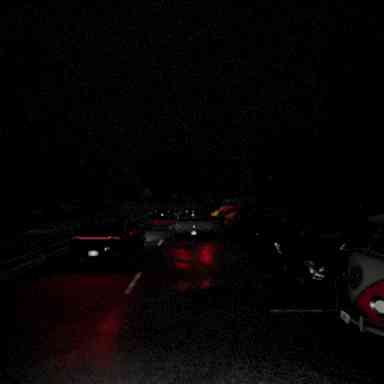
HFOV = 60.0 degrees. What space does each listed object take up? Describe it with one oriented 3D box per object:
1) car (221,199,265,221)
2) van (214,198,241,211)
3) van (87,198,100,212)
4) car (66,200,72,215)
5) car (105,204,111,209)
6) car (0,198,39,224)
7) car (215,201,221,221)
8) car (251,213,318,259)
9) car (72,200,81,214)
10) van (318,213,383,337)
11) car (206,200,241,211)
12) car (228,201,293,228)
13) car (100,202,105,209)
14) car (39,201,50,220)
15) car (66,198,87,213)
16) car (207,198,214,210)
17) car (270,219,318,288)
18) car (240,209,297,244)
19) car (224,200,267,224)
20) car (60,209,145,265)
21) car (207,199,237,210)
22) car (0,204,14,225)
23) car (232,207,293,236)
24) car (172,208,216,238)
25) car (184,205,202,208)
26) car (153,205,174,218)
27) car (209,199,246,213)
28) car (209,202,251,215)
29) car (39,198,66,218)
[{"bbox_3d":[4.668,1.613,24.443,4.553,1.767,2.185,0,-1,0],"label":"car"},{"bbox_3d":[4.520,1.583,29.959,4.442,1.987,1.878,0,-1,0],"label":"van"},{"bbox_3d":[-15.407,1.788,45.519,4.442,1.987,1.878,0,-1,0],"label":"van"},{"bbox_3d":[-15.537,1.871,34.523,4.892,1.521,2.231,0,-1,0],"label":"car"},{"bbox_3d":[-15.489,2.114,53.860,4.792,1.488,2.163,0,0,0],"label":"car"},{"bbox_3d":[-15.508,1.505,26.064,5.566,2.045,2.435,0,-1,0],"label":"car"},{"bbox_3d":[4.642,1.773,27.199,5.008,1.535,2.097,0,-1,0],"label":"car"},{"bbox_3d":[4.633,1.585,10.657,4.892,1.521,2.231,0,-1,0],"label":"car"},{"bbox_3d":[-15.524,1.905,37.177,5.008,1.535,2.097,0,-1,0],"label":"car"},{"bbox_3d":[4.522,1.302,5.022,4.442,1.987,1.878,0,-1,0],"label":"van"},{"bbox_3d":[4.640,2.041,49.259,5.008,1.535,2.097,0,0,0],"label":"car"},{"bbox_3d":[4.607,1.548,18.929,4.553,1.767,2.185,0,-1,0],"label":"car"},{"bbox_3d":[-15.553,1.916,48.426,4.553,1.767,2.185,0,-1,0],"label":"car"},{"bbox_3d":[-15.720,1.791,28.965,5.366,1.575,1.946,0,-1,0],"label":"car"},{"bbox_3d":[-15.558,1.819,40.083,4.553,1.767,2.185,0,-1,0],"label":"car"},{"bbox_3d":[4.664,1.629,35.474,5.566,2.045,2.435,0,-1,0],"label":"car"},{"bbox_3d":[4.633,1.556,7.901,4.892,1.521,2.231,0,-1,0],"label":"car"},{"bbox_3d":[4.632,1.613,13.414,4.892,1.521,2.231,0,-1,0],"label":"car"},{"bbox_3d":[4.669,1.580,21.687,4.553,1.767,2.185,0,-1,0],"label":"car"},{"bbox_3d":[-2.901,1.610,12.198,2.128,1.511,4.902,0,-1,0],"label":"car"},{"bbox_3d":[4.603,1.940,52.022,4.553,1.767,2.185,0,0,0],"label":"car"},{"bbox_3d":[-15.535,1.761,23.343,4.674,1.452,2.002,0,-1,0],"label":"car"},{"bbox_3d":[4.632,1.644,16.171,4.892,1.521,2.231,0,-1,0],"label":"car"},{"bbox_3d":[0.098,1.794,18.905,1.895,1.301,4.718,0,-1,0],"label":"car"},{"bbox_3d":[0.095,1.993,34.874,1.895,1.301,4.718,0,-1,0],"label":"car"},{"bbox_3d":[-2.904,1.992,34.874,1.895,1.301,4.718,0,-1,0],"label":"car"},{"bbox_3d":[4.604,1.857,43.747,4.553,1.767,2.185,0,-1,0],"label":"car"},{"bbox_3d":[4.642,1.952,40.984,4.892,1.521,2.231,0,-1,0],"label":"car"},{"bbox_3d":[-15.562,1.581,31.749,5.566,2.045,2.435,0,-1,0],"label":"car"}]
